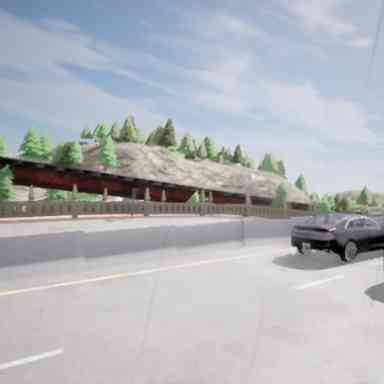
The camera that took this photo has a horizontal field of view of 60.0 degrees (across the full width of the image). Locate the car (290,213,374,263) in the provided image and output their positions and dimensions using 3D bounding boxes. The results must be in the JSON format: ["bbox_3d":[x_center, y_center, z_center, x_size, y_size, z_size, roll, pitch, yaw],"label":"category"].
[{"bbox_3d":[5.639,1.530,12.068,4.902,1.511,2.128,1,-1,-35],"label":"car"}]

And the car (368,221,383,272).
[{"bbox_3d":[6.780,1.527,8.583,4.892,1.490,1.837,1,0,-35],"label":"car"}]
